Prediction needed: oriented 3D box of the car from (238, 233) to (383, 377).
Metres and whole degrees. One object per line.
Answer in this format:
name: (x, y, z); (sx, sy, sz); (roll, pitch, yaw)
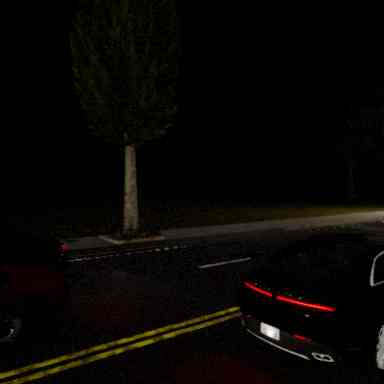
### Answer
car: (2.937, 1.460, 5.536); (4.892, 1.490, 1.837); (-1, 0, -36)

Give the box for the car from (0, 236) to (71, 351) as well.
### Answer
car: (-4.330, 1.609, 4.589); (4.718, 1.301, 1.895); (-1, 0, -36)

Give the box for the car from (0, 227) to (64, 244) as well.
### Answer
car: (-5.214, 1.562, 7.950); (4.181, 1.385, 1.994); (-1, 0, -35)
